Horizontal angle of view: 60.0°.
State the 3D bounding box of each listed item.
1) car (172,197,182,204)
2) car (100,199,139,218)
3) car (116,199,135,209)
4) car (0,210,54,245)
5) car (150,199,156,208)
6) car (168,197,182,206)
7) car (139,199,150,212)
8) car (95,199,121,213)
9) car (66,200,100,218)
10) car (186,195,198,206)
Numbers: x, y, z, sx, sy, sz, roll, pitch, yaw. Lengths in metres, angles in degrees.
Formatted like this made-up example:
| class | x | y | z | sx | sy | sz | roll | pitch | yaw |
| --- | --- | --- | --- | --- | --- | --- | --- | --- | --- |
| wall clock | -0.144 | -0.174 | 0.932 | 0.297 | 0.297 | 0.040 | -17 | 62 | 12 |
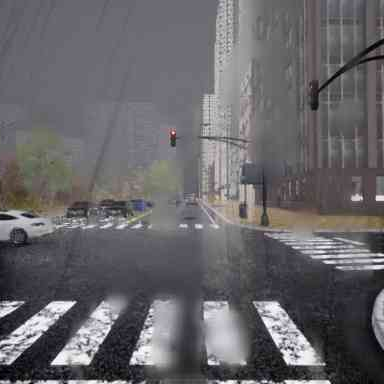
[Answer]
| class | x | y | z | sx | sy | sz | roll | pitch | yaw |
| --- | --- | --- | --- | --- | --- | --- | --- | --- | --- |
| car | -3.187 | 1.774 | 70.600 | 1.812 | 1.442 | 4.674 | 0 | 0 | 0 |
| car | -6.561 | 1.557 | 30.611 | 1.837 | 1.490 | 4.892 | 0 | 0 | 2 |
| car | -9.835 | 1.724 | 49.560 | 1.895 | 1.301 | 4.718 | 0 | 0 | 0 |
| car | -8.707 | 1.545 | 15.010 | 4.674 | 1.442 | 1.812 | 0 | 0 | -1 |
| car | -6.584 | 1.726 | 49.861 | 1.895 | 1.301 | 4.718 | 0 | 0 | 0 |
| car | -3.146 | 1.654 | 57.278 | 2.128 | 1.511 | 4.902 | 0 | -1 | 0 |
| car | -6.592 | 1.559 | 39.684 | 1.882 | 1.535 | 5.008 | 0 | 0 | 0 |
| car | -9.840 | 1.585 | 39.441 | 1.837 | 1.490 | 4.892 | 0 | 0 | 0 |
| car | -9.841 | 1.556 | 30.260 | 1.837 | 1.490 | 4.892 | 0 | 0 | 0 |
| car | 0.007 | 1.721 | 58.932 | 2.033 | 1.411 | 5.357 | 0 | 0 | 0 |
